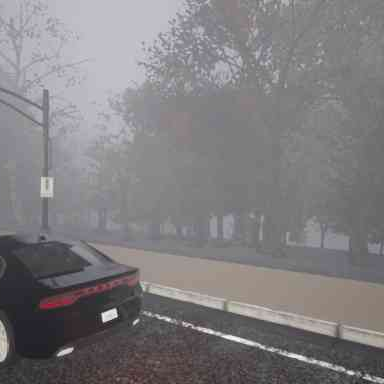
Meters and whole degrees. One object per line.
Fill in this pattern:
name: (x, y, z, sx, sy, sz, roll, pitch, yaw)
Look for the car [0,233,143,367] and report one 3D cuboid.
car: (-3.076, 1.477, 5.871, 5.008, 1.535, 1.882, 0, 0, 37)
